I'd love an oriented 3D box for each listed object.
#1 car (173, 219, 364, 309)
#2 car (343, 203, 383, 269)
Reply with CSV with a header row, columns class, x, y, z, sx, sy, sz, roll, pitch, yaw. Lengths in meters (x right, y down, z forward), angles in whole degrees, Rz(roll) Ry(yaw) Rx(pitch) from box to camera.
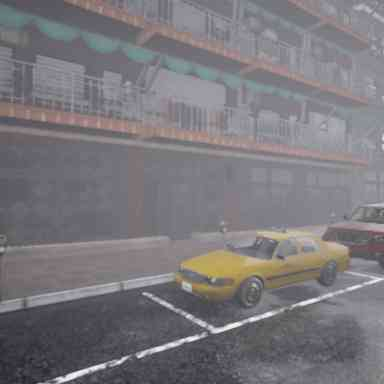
class,x,y,z,sx,sy,sz,roll,pitch,yaw
car,1.871,1.526,7.878,4.829,1.417,1.752,0,1,-35
car,6.522,1.315,11.190,5.009,1.841,2.192,0,1,-35
